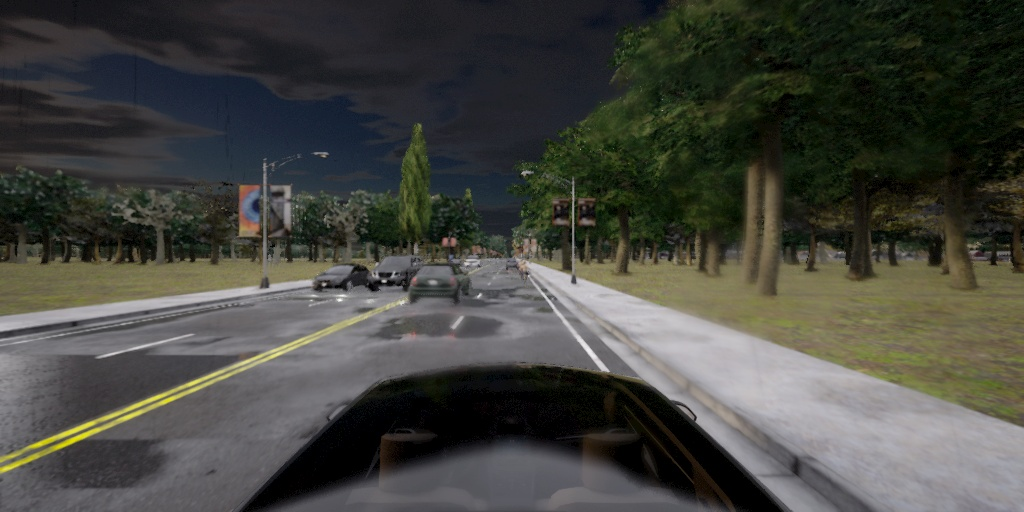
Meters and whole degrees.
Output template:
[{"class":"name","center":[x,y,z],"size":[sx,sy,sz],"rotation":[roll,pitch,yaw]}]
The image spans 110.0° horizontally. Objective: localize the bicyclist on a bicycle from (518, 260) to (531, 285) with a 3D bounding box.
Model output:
[{"class":"bicyclist on a bicycle","center":[0.904,1.179,24.783],"size":[0.866,1.612,1.509],"rotation":[0,0,0]}]

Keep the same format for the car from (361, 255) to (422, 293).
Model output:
[{"class":"car","center":[-6.604,0.969,21.284],"size":[2.150,2.045,5.566],"rotation":[0,0,0]}]

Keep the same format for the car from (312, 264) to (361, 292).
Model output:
[{"class":"car","center":[-9.853,1.249,21.234],"size":[1.837,1.490,4.892],"rotation":[0,0,0]}]

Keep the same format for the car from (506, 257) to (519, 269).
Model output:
[{"class":"car","center":[0.061,1.226,54.021],"size":[2.128,1.511,4.902],"rotation":[0,0,0]}]

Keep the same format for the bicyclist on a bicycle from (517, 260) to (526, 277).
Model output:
[{"class":"bicyclist on a bicycle","center":[0.901,1.176,34.433],"size":[0.866,1.612,1.509],"rotation":[0,0,0]}]

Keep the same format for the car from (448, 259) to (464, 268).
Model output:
[{"class":"car","center":[-9.795,1.234,62.979],"size":[1.837,1.490,4.892],"rotation":[0,0,1]}]

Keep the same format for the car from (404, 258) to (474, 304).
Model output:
[{"class":"car","center":[-3.154,1.097,16.547],"size":[2.097,1.767,4.553],"rotation":[0,0,0]}]

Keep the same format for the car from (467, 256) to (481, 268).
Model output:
[{"class":"car","center":[-6.555,0.955,60.330],"size":[2.150,2.045,5.566],"rotation":[0,0,1]}]
